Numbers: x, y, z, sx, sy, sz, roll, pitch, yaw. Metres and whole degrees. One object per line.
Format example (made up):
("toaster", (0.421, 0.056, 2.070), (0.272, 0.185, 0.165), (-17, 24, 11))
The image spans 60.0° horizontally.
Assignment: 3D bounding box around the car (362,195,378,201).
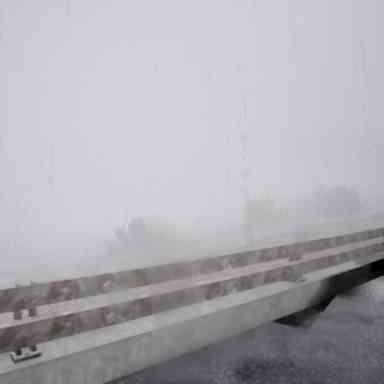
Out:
("car", (43.785, 1.557, 83.744), (2.128, 1.511, 4.902), (0, 0, 1))
